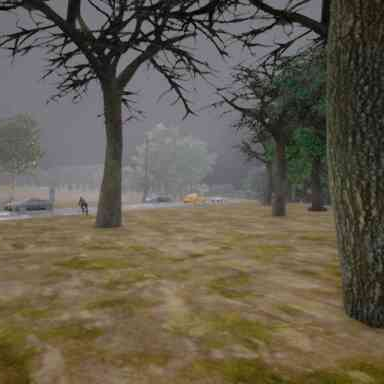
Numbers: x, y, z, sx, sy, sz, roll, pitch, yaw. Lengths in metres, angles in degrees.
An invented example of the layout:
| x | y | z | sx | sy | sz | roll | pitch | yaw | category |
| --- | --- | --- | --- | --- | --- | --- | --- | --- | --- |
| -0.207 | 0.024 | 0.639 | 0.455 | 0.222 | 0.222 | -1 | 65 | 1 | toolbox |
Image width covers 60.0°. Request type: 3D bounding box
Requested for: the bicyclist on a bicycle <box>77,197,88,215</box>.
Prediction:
| x | y | z | sx | sy | sz | roll | pitch | yaw | category |
| --- | --- | --- | --- | --- | --- | --- | --- | --- | --- |
| -9.666 | 1.256 | 29.302 | 1.656 | 1.620 | 0.582 | 0 | 0 | 36 | bicyclist on a bicycle |

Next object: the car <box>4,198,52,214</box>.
| x | y | z | sx | sy | sz | roll | pitch | yaw | category |
| --- | --- | --- | --- | --- | --- | --- | --- | --- | --- |
| -15.668 | 1.263 | 32.044 | 1.994 | 1.385 | 4.181 | 2 | 2 | 36 | car |

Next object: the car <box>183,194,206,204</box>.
| x | y | z | sx | sy | sz | roll | pitch | yaw | category |
| --- | --- | --- | --- | --- | --- | --- | --- | --- | --- |
| 0.463 | 1.048 | 51.636 | 1.882 | 1.535 | 5.008 | 1 | 1 | 28 | car |

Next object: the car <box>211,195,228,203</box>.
| x | y | z | sx | sy | sz | roll | pitch | yaw | category |
| --- | --- | --- | --- | --- | --- | --- | --- | --- | --- |
| 5.098 | 1.244 | 60.990 | 1.895 | 1.301 | 4.718 | 1 | 0 | 24 | car |

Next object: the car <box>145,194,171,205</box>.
| x | y | z | sx | sy | sz | roll | pitch | yaw | category |
| --- | --- | --- | --- | --- | --- | --- | --- | --- | --- |
| -4.920 | 0.990 | 48.412 | 2.128 | 1.511 | 4.902 | 2 | 1 | 30 | car |
